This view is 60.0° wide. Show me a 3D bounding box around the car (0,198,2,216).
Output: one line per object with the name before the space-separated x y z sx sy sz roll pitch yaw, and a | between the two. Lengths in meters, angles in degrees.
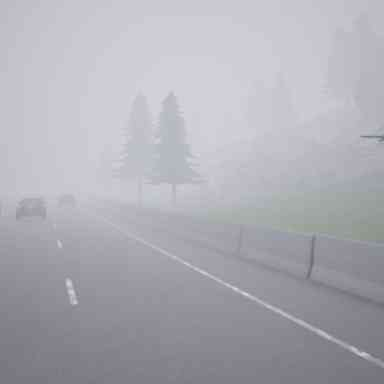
car | -16.777 1.092 26.792 2.150 2.045 5.566 0 1 -24

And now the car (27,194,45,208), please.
car | -19.565 1.118 41.910 1.882 1.535 5.008 0 1 -24

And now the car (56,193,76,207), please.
car | -16.351 0.988 43.293 2.097 1.767 4.553 0 1 -23

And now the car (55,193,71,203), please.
car | -20.515 0.914 52.823 2.128 1.511 4.902 0 1 -24

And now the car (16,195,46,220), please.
car | -13.186 1.227 27.328 2.097 1.767 4.553 0 1 -25
